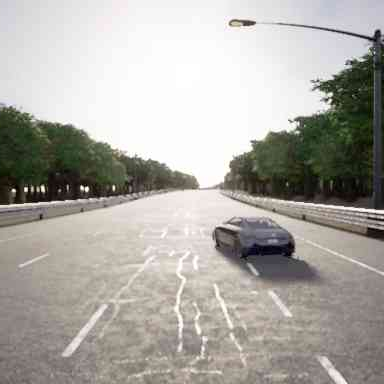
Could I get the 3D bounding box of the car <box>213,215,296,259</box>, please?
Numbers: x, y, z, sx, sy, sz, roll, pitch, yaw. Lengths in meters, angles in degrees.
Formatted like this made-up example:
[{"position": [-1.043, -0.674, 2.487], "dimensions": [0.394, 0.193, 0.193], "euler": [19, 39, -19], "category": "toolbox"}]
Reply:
[{"position": [2.203, 1.583, 12.807], "dimensions": [1.994, 1.385, 4.181], "euler": [0, 0, -12], "category": "car"}]
